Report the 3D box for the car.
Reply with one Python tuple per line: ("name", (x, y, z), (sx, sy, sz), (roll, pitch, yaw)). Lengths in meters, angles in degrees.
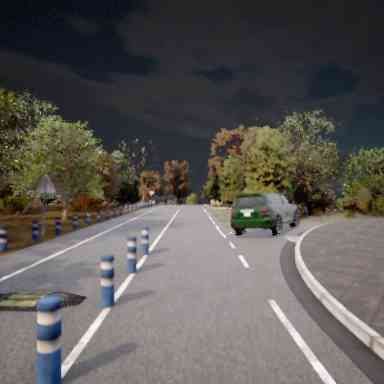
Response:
("car", (3.938, 1.053, 17.481), (2.150, 2.045, 5.566), (-5, -1, 32))
